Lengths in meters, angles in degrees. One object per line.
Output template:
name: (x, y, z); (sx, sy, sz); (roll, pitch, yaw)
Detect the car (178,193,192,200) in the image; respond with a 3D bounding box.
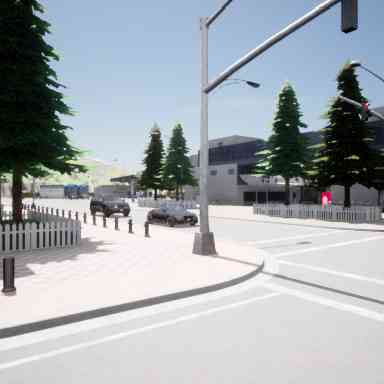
car: (-1.796, 1.092, 88.067); (1.905, 1.878, 3.866); (0, 0, -37)

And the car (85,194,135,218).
car: (-7.851, 1.237, 31.390); (2.150, 2.045, 5.566); (0, 0, -37)

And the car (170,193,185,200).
car: (-3.884, 1.113, 86.005); (1.932, 1.855, 4.605); (0, 0, -37)

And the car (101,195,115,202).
car: (-18.893, 1.389, 75.046); (1.845, 1.501, 3.633); (0, 0, -37)

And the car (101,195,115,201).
car: (-20.919, 1.400, 82.782); (1.970, 1.475, 3.806); (0, 0, -37)

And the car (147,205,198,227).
car: (-1.416, 1.579, 22.872); (1.994, 1.385, 4.181); (0, 0, -37)
